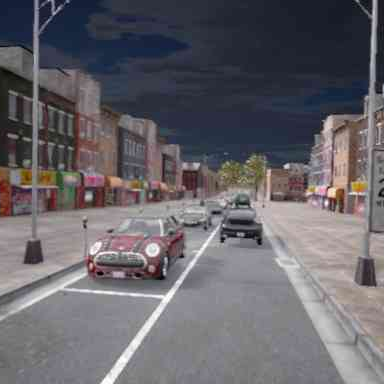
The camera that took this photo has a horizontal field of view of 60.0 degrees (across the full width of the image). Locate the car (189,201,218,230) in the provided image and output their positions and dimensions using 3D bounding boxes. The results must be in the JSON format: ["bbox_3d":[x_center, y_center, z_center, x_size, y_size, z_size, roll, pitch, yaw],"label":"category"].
[{"bbox_3d":[0.282,1.476,20.338,2.008,1.369,4.403,0,0,9],"label":"car"}]

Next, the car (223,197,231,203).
[{"bbox_3d":[3.561,1.508,41.709,1.752,1.417,4.829,0,0,9],"label":"car"}]

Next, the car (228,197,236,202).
[{"bbox_3d":[10.194,1.886,84.951,1.802,1.307,4.206,0,-1,9],"label":"car"}]

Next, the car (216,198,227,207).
[{"bbox_3d":[1.935,1.510,31.109,1.947,1.339,4.313,0,0,9],"label":"car"}]

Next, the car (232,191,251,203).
[{"bbox_3d":[7.267,1.302,47.639,2.150,2.045,5.566,2,-1,9],"label":"car"}]

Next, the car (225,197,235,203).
[{"bbox_3d":[8.542,1.756,74.184,2.008,1.369,4.403,0,0,9],"label":"car"}]

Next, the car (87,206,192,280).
[{"bbox_3d":[-1.372,1.363,9.570,1.967,1.590,4.097,0,0,9],"label":"car"}]

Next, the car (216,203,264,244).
[{"bbox_3d":[2.384,1.501,16.023,1.837,1.490,4.892,2,0,9],"label":"car"}]

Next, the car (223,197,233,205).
[{"bbox_3d":[6.893,1.699,63.409,1.802,1.307,4.206,0,0,9],"label":"car"}]

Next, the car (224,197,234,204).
[{"bbox_3d":[7.716,1.711,68.798,2.008,1.369,4.403,0,0,9],"label":"car"}]
